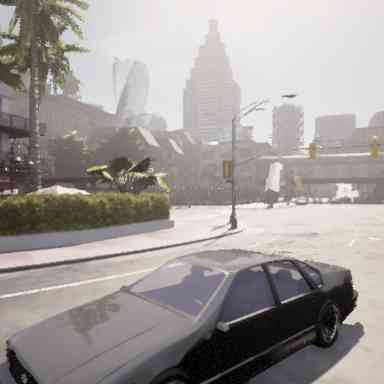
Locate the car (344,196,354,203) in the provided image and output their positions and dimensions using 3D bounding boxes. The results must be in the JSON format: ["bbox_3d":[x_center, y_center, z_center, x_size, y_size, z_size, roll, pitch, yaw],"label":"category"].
[{"bbox_3d":[39.673,2.002,85.200,1.837,1.490,4.892,0,0,21],"label":"car"}]

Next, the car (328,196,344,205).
[{"bbox_3d":[30.569,1.966,70.899,2.033,1.411,5.357,0,0,20],"label":"car"}]

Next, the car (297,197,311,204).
[{"bbox_3d":[27.352,1.980,80.903,2.231,1.521,4.892,0,0,30],"label":"car"}]

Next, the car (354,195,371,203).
[{"bbox_3d":[42.953,2.013,83.977,2.128,1.511,4.902,0,0,21],"label":"car"}]

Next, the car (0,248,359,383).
[{"bbox_3d":[0.444,1.581,4.664,5.357,1.411,2.033,0,-1,-42],"label":"car"}]

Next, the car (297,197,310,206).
[{"bbox_3d":[21.450,1.880,64.747,2.097,1.535,5.008,0,0,20],"label":"car"}]

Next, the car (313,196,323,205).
[{"bbox_3d":[27.301,1.965,72.152,2.128,1.511,4.902,0,0,20],"label":"car"}]

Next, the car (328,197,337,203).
[{"bbox_3d":[36.040,2.033,85.506,2.033,1.411,5.357,0,0,21],"label":"car"}]

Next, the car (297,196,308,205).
[{"bbox_3d":[23.560,1.792,70.818,2.185,1.767,4.553,0,0,20],"label":"car"}]

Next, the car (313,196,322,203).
[{"bbox_3d":[32.784,1.864,86.792,2.097,1.767,4.553,0,0,21],"label":"car"}]
